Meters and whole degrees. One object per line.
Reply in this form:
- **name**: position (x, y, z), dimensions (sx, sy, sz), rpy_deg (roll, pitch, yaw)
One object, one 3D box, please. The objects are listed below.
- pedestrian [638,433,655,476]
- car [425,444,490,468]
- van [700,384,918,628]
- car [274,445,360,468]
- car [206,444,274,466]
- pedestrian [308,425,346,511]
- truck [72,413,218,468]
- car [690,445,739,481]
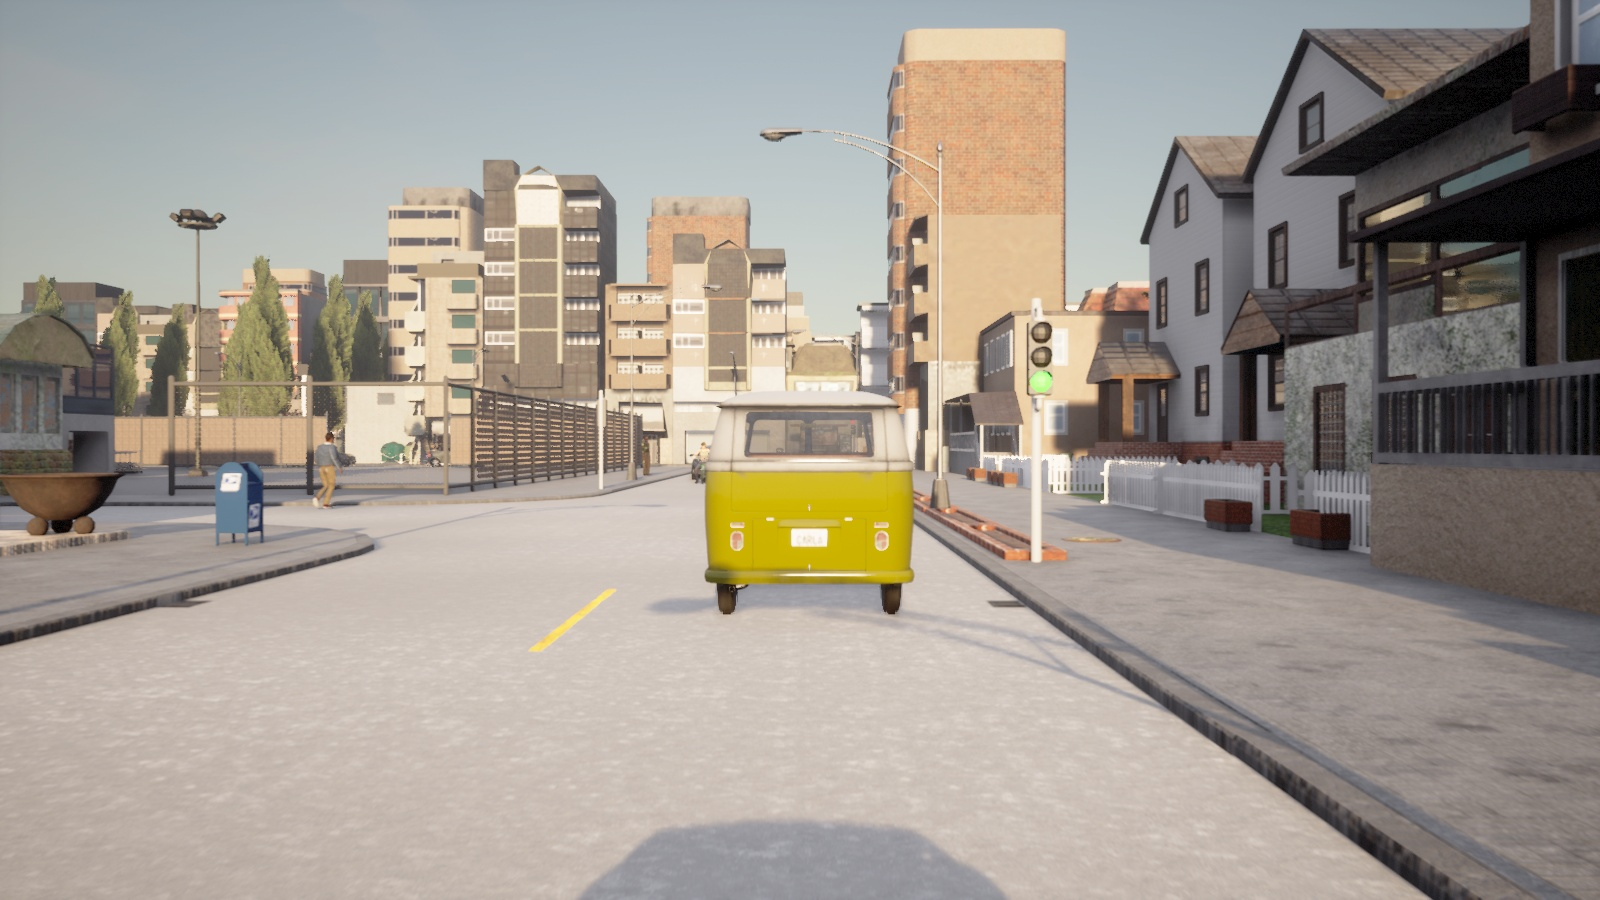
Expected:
- **pedestrian**: position (-6.937, 0.219, 56.709), dimensions (0.692, 1.930, 0.395), rpy_deg (0, 0, 35)
- **car**: position (-22.389, 0.371, 82.183), dimensions (3.705, 1.549, 1.789), rpy_deg (0, 0, 0)
- **van**: position (0.087, 0.449, 12.452), dimensions (1.775, 1.987, 4.442), rpy_deg (0, 0, 0)
- **car**: position (-31.601, 0.390, 82.230), dimensions (4.892, 1.490, 1.837), rpy_deg (0, 0, 0)
- **car**: position (-38.453, 0.329, 86.256), dimensions (3.806, 1.475, 1.970), rpy_deg (0, 0, 0)
- **pedestrian**: position (-10.940, 0.409, 29.055), dimensions (0.423, 1.949, 0.788), rpy_deg (0, 0, 19)
- **truck**: position (-42.380, -0.602, 81.462), dimensions (7.936, 3.462, 2.891), rpy_deg (0, 0, -13)
- **car**: position (-3.675, 0.525, 54.728), dimensions (1.837, 1.490, 4.892), rpy_deg (0, 0, 0)
